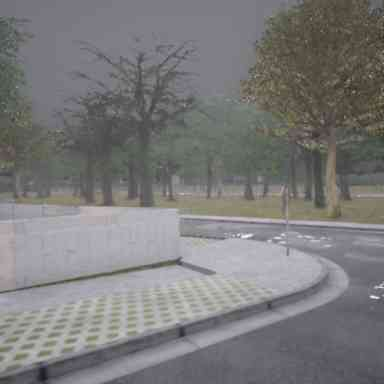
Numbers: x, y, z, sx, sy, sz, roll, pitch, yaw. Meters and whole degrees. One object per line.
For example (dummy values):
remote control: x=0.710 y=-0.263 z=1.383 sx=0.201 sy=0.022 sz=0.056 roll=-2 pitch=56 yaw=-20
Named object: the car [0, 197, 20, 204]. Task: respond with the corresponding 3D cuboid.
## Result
car: x=-15.355 y=1.193 z=26.751 sx=4.902 sy=1.511 sz=2.128 roll=0 pitch=1 yaw=32
